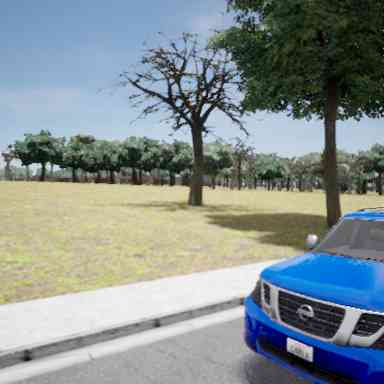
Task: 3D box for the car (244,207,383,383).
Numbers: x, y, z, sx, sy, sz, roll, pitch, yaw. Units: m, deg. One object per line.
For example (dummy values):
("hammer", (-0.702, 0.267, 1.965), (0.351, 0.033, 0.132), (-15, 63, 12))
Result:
("car", (3.281, 1.276, 5.044), (5.566, 2.045, 2.150), (1, 0, -38))
